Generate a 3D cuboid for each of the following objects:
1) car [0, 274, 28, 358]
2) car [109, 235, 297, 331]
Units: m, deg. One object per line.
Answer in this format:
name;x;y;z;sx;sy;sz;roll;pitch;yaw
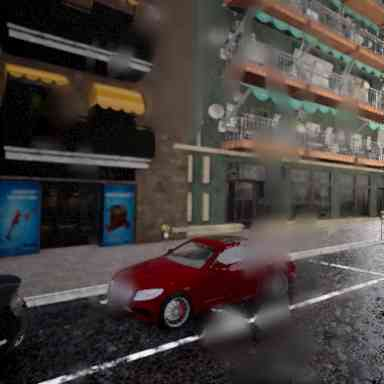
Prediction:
car;-4.201;1.548;3.539;4.403;1.369;2.008;0;1;-36
car;0.429;1.590;6.858;4.206;1.307;1.802;0;1;-36
